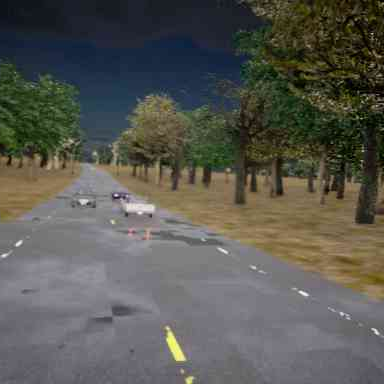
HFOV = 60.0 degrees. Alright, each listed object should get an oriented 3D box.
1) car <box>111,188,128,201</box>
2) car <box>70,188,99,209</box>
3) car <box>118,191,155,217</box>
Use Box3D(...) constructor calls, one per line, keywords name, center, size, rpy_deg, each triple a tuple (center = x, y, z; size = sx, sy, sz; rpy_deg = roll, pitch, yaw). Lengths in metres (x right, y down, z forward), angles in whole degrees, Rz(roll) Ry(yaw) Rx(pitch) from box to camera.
Box3D(name="car", center=(-7.802, 0.267, 36.347), size=(1.895, 1.301, 4.718), rpy_deg=(3, 2, -16))
Box3D(name="car", center=(-8.645, 0.443, 26.813), size=(2.128, 1.511, 4.902), rpy_deg=(3, 2, -17))
Box3D(name="car", center=(-3.906, 0.955, 23.334), size=(1.895, 1.301, 4.718), rpy_deg=(3, 2, -16))
